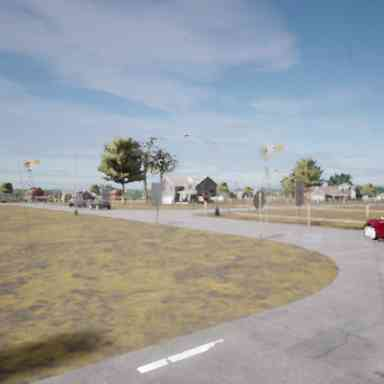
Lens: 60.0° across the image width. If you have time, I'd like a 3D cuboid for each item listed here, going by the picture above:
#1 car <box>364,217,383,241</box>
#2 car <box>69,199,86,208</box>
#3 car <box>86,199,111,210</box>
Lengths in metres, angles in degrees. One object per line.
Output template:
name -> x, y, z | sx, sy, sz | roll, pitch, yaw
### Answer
car -> 9.179, 1.460, 13.762 | 1.882, 1.535, 5.008 | 0, 0, -3
car -> -19.162, 1.909, 55.767 | 2.128, 1.511, 4.902 | -1, 0, -36
car -> -13.114, 1.780, 47.439 | 1.837, 1.490, 4.892 | -1, 0, -35
